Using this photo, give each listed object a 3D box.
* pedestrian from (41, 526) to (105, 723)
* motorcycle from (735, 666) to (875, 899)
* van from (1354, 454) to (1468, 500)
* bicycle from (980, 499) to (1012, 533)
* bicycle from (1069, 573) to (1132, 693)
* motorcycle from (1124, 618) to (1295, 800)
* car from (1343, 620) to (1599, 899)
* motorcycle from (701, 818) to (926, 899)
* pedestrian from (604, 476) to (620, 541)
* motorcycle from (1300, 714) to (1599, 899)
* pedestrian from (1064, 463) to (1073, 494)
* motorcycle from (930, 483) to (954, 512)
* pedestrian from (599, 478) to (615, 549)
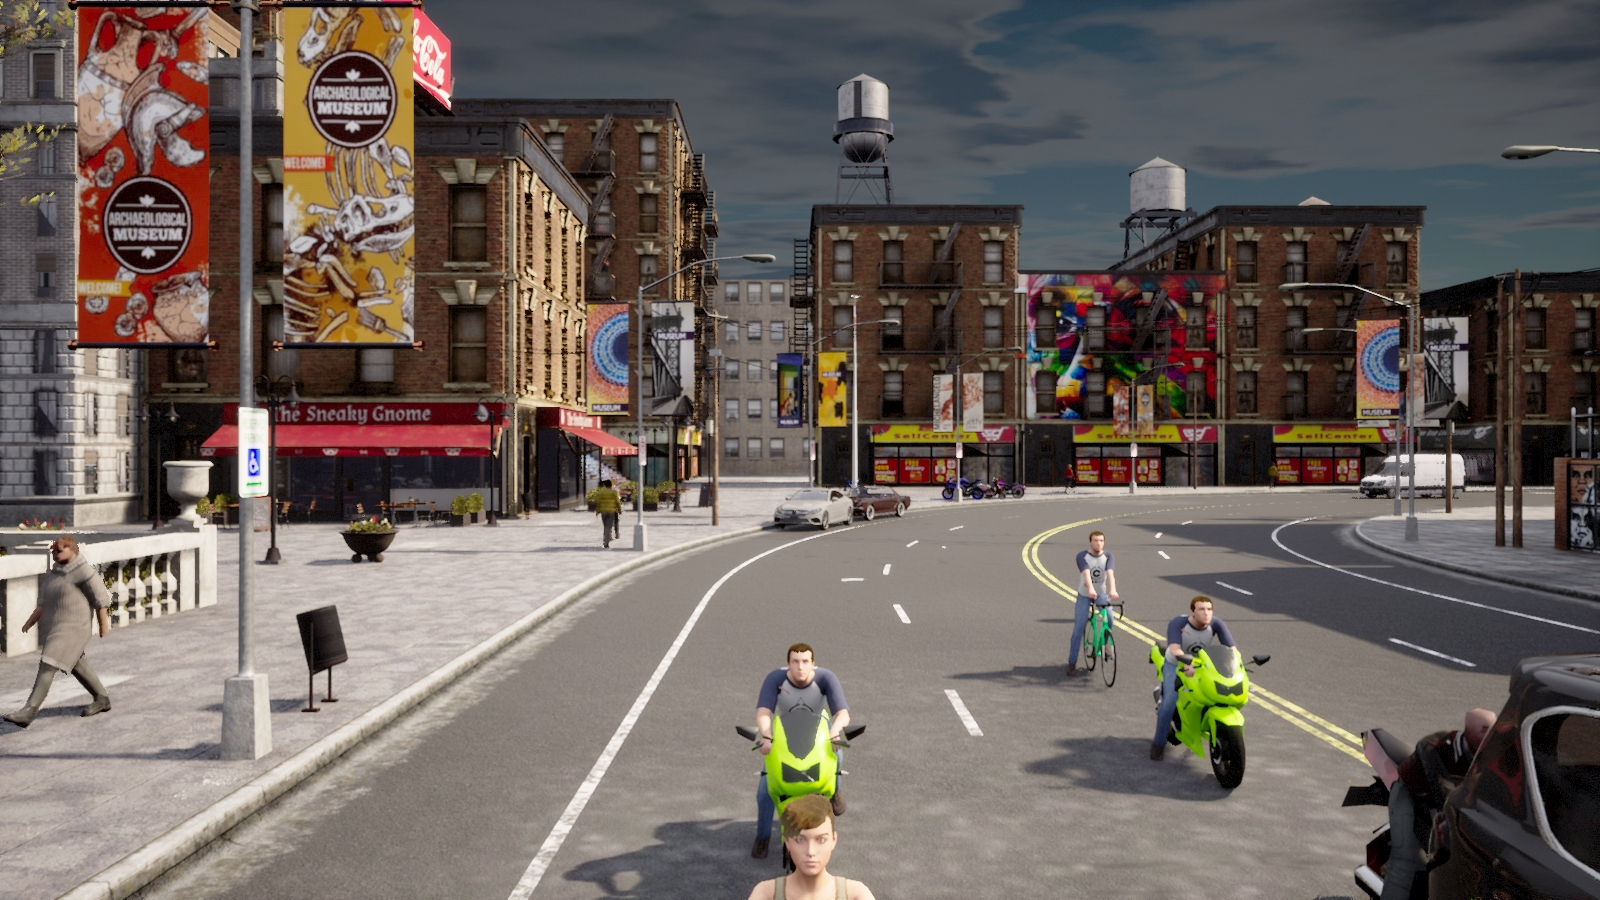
[{"bbox_3d":[-7.125,1.692,11.203,0.375,1.860,0.375,0,0,20],"label":"pedestrian"},{"bbox_3d":[0.037,2.208,7.645,0.803,1.145,2.033,0,0,0],"label":"motorcycle"},{"bbox_3d":[35.023,1.513,65.491,5.915,2.561,1.988,0,0,-13],"label":"van"},{"bbox_3d":[6.680,2.243,38.954,0.859,1.080,1.487,0,0,0],"label":"bicycle"},{"bbox_3d":[3.661,2.201,13.997,0.373,1.196,1.643,0,0,1],"label":"bicycle"},{"bbox_3d":[3.544,2.209,10.106,0.803,1.145,2.033,0,0,1],"label":"motorcycle"},{"bbox_3d":[3.473,1.783,2.269,2.150,2.045,5.566,0,0,0],"label":"car"},{"bbox_3d":[0.043,2.168,3.562,0.764,1.277,2.356,0,0,0],"label":"motorcycle"},{"bbox_3d":[-5.424,1.687,33.018,0.375,1.860,0.375,0,0,6],"label":"pedestrian"},{"bbox_3d":[3.506,2.231,5.922,0.867,1.251,2.209,1,-2,0],"label":"motorcycle"},{"bbox_3d":[15.845,1.676,67.495,0.375,1.860,0.375,0,0,-34],"label":"pedestrian"},{"bbox_3d":[6.509,2.165,52.516,0.856,1.236,1.805,0,0,0],"label":"motorcycle"},{"bbox_3d":[-5.122,1.686,30.341,0.375,1.860,0.375,0,0,1],"label":"pedestrian"}]
